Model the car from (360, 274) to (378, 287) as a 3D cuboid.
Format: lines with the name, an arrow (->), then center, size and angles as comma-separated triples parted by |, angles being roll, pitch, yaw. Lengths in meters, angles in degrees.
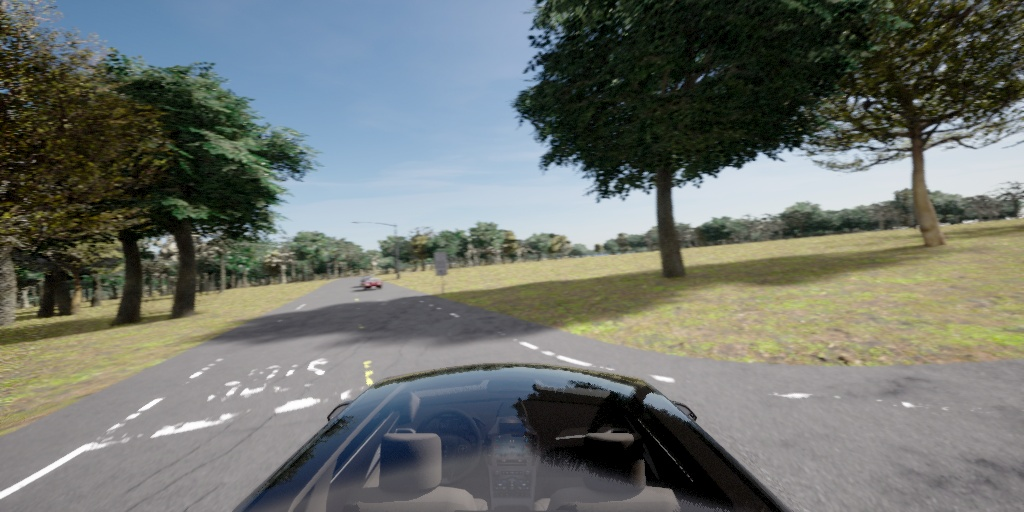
car -> -20.129, 3.445, 50.249 | 2.128, 1.511, 4.902 | -4, 0, -24

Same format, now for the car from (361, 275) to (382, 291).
car -> -15.806, 3.141, 40.537 | 1.895, 1.301, 4.718 | -4, -1, -24
